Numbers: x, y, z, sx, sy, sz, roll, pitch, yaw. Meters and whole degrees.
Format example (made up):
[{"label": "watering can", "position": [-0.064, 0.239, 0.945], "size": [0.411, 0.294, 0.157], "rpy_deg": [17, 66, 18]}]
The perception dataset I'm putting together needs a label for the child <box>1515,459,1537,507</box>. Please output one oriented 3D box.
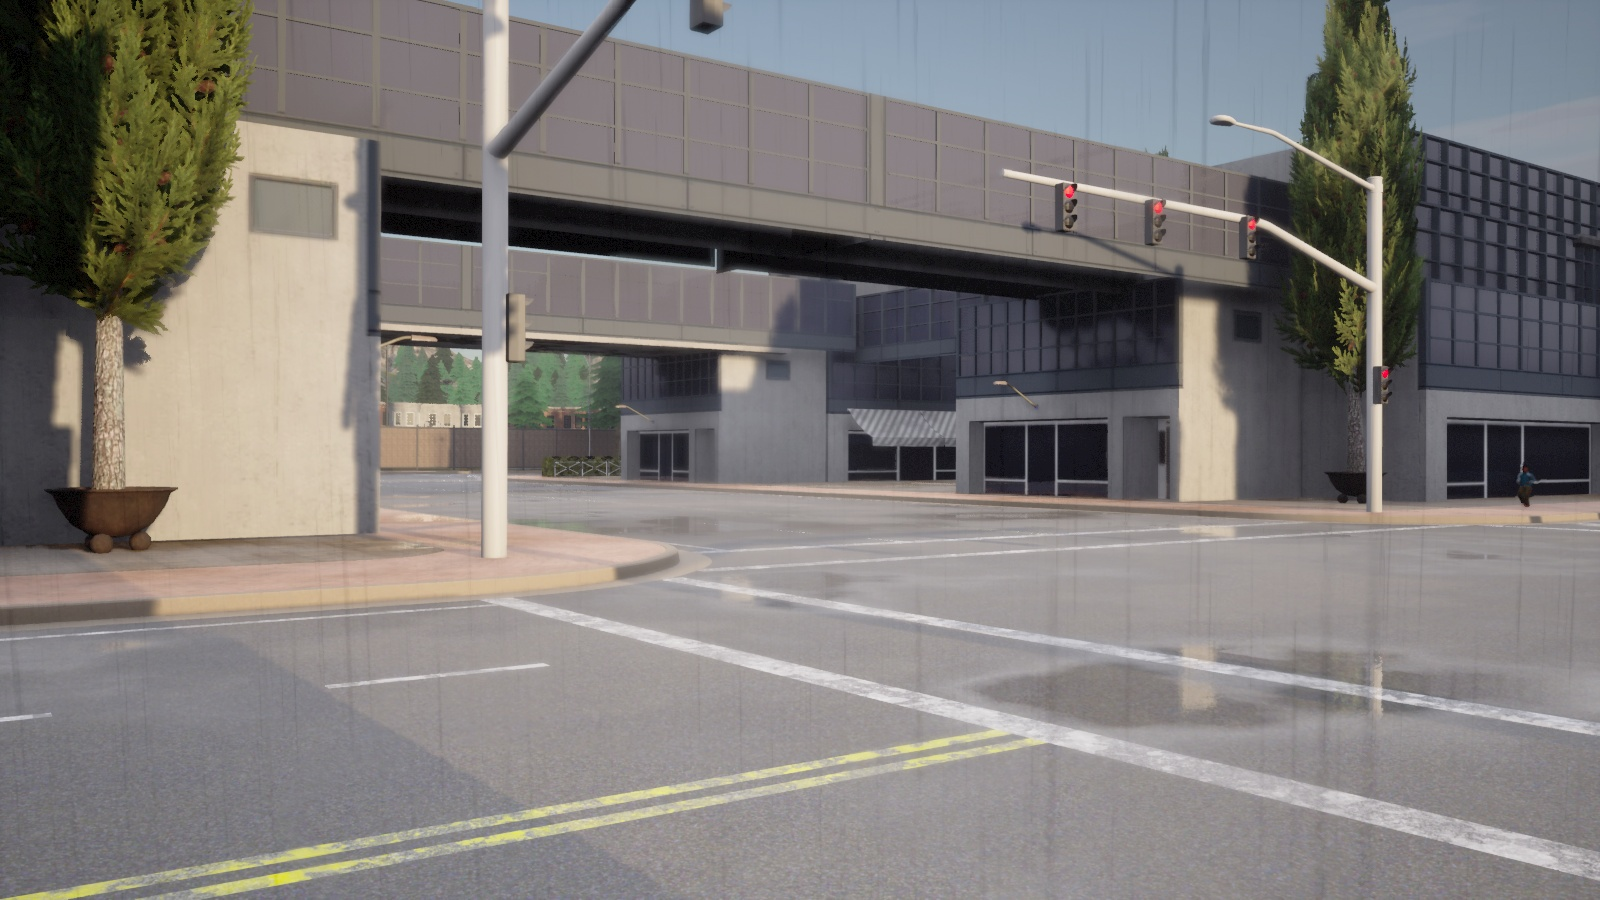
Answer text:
[{"label": "child", "position": [18.325, 0.822, 31.705], "size": [0.448, 1.192, 0.343], "rpy_deg": [0, 0, -38]}]
